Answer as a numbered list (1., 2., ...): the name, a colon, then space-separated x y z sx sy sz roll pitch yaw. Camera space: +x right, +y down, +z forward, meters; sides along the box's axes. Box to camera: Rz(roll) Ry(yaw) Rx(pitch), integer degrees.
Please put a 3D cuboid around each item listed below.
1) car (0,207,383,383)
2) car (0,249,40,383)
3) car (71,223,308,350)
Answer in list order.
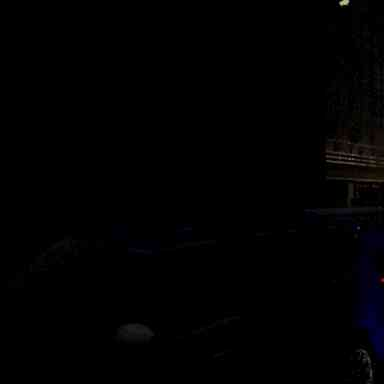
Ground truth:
1. car: -0.309 1.237 3.043 5.566 2.045 2.150 0 0 -37
2. car: -4.125 1.607 3.622 4.206 1.307 1.802 0 0 -37
3. car: 0.215 1.554 6.902 4.829 1.417 1.752 0 0 -37
